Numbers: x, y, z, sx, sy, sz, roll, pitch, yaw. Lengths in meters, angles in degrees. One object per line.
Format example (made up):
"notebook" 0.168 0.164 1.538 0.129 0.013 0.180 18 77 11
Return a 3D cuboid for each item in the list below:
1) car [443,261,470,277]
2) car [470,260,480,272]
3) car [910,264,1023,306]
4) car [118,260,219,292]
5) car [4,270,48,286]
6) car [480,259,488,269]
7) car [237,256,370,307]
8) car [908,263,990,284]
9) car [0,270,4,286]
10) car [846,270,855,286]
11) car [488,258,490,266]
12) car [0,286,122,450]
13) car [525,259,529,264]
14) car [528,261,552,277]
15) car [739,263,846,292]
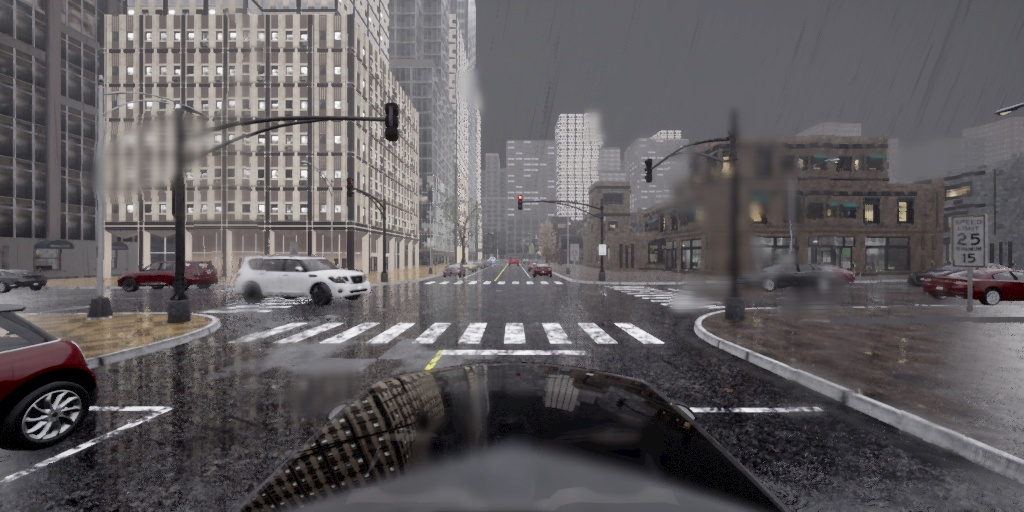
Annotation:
"car" -5.527 1.341 34.726 1.802 1.307 4.207 0 0 0
"car" -5.472 1.292 45.637 1.751 1.417 4.829 0 0 0
"car" 19.134 1.153 14.162 4.507 1.381 1.888 0 0 -1
"car" -21.022 1.204 22.140 5.009 1.841 2.192 0 0 -1
"car" -31.432 1.508 22.036 4.403 1.370 2.007 0 0 -1
"car" -5.415 1.324 56.889 2.007 1.370 4.403 0 0 0
"car" -9.049 1.004 15.586 5.566 2.045 2.150 -1 0 13
"car" 24.943 1.141 20.021 4.181 1.385 1.994 0 0 -1
"car" -27.522 1.146 16.286 5.566 2.045 2.150 0 0 -1
"car" 19.050 1.202 22.543 4.207 1.307 1.802 0 0 -1
"car" -5.388 1.344 62.429 1.948 1.339 4.313 0 0 0
"car" -5.691 1.190 2.259 1.967 1.591 4.097 0 0 0
"car" 2.909 1.348 45.765 1.802 1.307 4.207 0 0 0
"car" 2.854 1.304 34.683 1.888 1.381 4.507 0 0 0
"car" 15.140 1.147 19.915 4.892 1.490 1.837 0 0 -1
